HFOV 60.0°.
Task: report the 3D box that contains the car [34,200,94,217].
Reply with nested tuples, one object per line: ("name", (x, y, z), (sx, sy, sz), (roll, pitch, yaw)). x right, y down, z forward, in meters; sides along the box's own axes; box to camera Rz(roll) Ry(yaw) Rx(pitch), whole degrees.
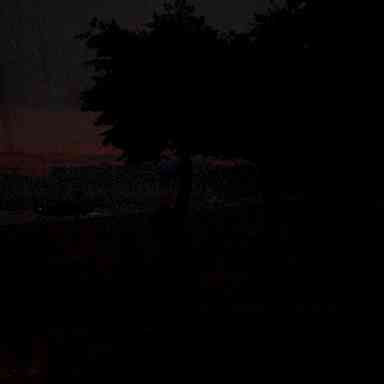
("car", (-11.854, 1.504, 31.156), (2.033, 1.411, 5.357), (3, 2, 34))

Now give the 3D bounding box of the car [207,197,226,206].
("car", (4.118, 1.526, 56.555), (1.812, 1.442, 4.674), (3, 1, 31))
